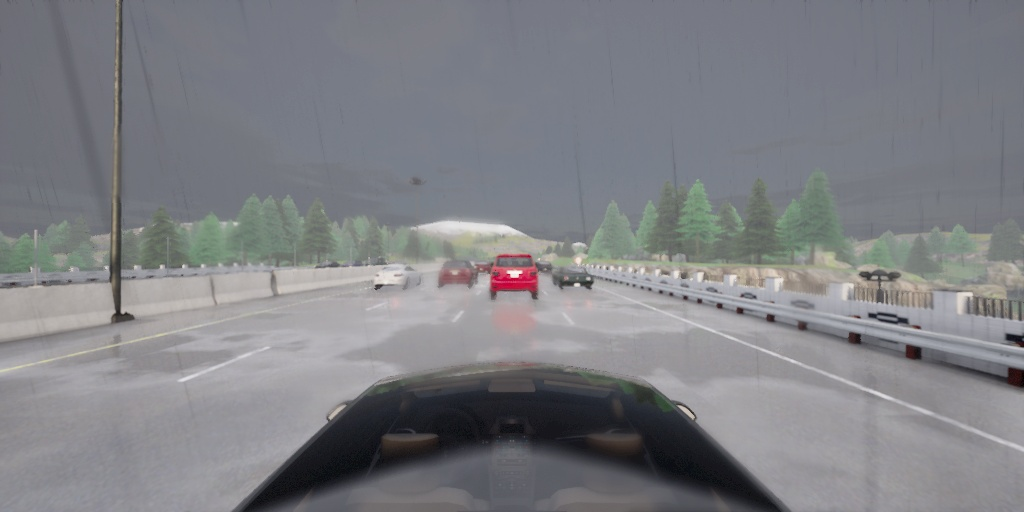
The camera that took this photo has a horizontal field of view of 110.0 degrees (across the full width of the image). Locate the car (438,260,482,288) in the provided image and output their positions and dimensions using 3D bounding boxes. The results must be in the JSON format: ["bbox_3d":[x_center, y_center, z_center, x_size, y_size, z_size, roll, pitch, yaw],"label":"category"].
[{"bbox_3d":[-3.388,1.053,23.396,2.097,1.767,4.553,0,0,0],"label":"car"}]

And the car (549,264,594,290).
[{"bbox_3d":[3.613,1.299,22.062,1.895,1.301,4.718,0,0,0],"label":"car"}]

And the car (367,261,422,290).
[{"bbox_3d":[-6.887,1.223,21.897,1.812,1.442,4.674,0,0,0],"label":"car"}]

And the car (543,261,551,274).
[{"bbox_3d":[3.624,1.332,41.394,1.882,1.535,5.008,0,-1,0],"label":"car"}]

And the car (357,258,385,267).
[{"bbox_3d":[-20.968,1.283,54.747,2.150,2.045,5.566,0,-1,0],"label":"car"}]

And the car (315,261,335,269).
[{"bbox_3d":[-27.969,1.509,54.724,1.882,1.535,5.008,0,-1,0],"label":"car"}]

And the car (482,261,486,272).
[{"bbox_3d":[-3.376,1.334,41.568,1.882,1.535,5.008,0,-1,0],"label":"car"}]

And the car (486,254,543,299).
[{"bbox_3d":[0.110,0.914,17.673,2.150,2.045,5.566,0,0,0],"label":"car"}]

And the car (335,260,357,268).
[{"bbox_3d":[-24.468,1.394,54.810,2.097,1.767,4.553,0,-1,0],"label":"car"}]
